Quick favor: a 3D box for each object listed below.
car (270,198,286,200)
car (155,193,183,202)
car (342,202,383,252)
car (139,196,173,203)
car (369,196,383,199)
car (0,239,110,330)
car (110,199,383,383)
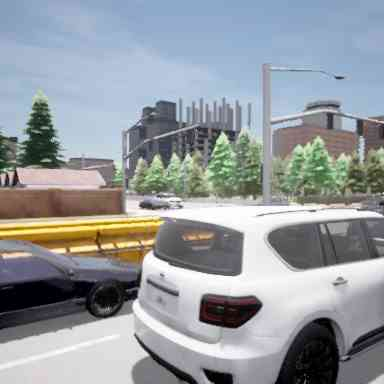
[{"bbox_3d":[7.921,1.348,33.516,2.097,1.767,4.553,0,0,-22],"label":"car"},{"bbox_3d":[-3.299,1.219,45.436,2.150,2.045,5.566,0,0,-33],"label":"car"},{"bbox_3d":[8.654,1.348,14.212,4.553,1.767,2.097,0,0,-35],"label":"car"},{"bbox_3d":[-4.851,1.545,41.428,2.033,1.411,5.357,0,0,-33],"label":"car"},{"bbox_3d":[23.321,1.344,42.142,4.553,1.767,2.097,0,0,-34],"label":"car"},{"bbox_3d":[-3.368,1.548,5.646,5.357,1.411,2.033,0,0,-35],"label":"car"},{"bbox_3d":[1.857,1.220,5.055,5.566,2.045,2.150,0,0,-35],"label":"car"}]
